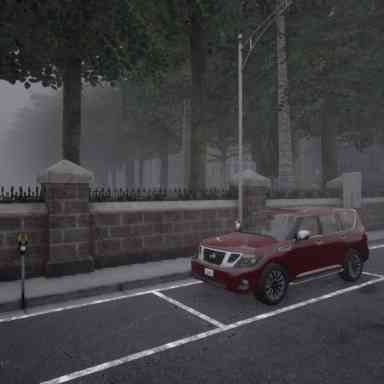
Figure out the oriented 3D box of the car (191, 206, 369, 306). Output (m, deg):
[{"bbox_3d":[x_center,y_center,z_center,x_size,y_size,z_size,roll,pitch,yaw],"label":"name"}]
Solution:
[{"bbox_3d":[2.393,1.314,8.238,5.009,1.841,2.192,0,0,-35],"label":"car"}]
